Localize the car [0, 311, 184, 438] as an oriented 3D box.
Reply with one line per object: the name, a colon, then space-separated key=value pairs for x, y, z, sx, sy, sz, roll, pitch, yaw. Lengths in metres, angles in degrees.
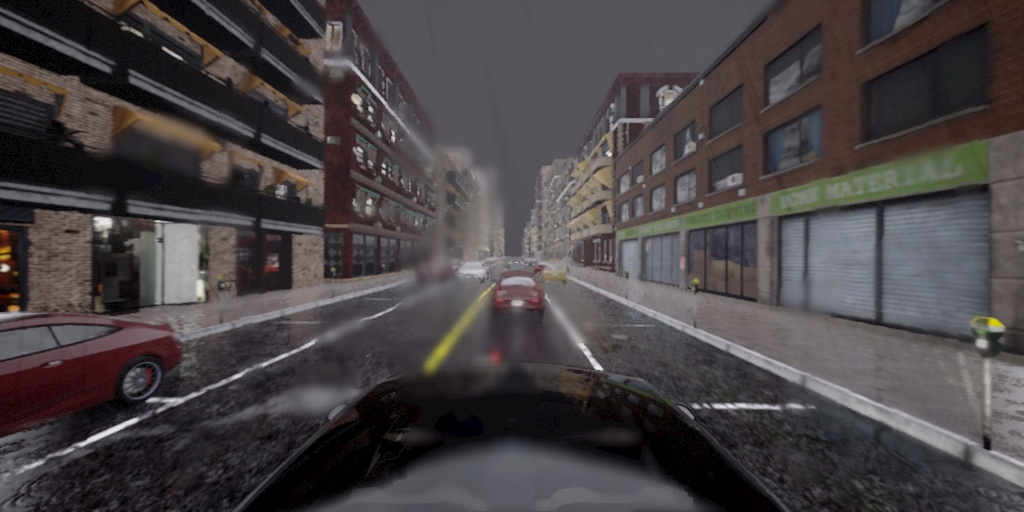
car: x=-5.696 y=1.293 z=3.588 sx=1.802 sy=1.307 sz=4.207 roll=0 pitch=0 yaw=1

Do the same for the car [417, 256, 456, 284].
car: x=-5.404 y=0.949 z=26.131 sx=2.192 sy=1.841 sz=5.009 roll=0 pitch=0 yaw=1

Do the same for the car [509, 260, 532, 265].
car: x=0.435 y=1.256 z=29.570 sx=1.895 sy=1.301 sz=4.718 roll=0 pitch=0 yaw=1

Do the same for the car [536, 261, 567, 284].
car: x=2.977 y=1.208 z=26.189 sx=1.751 sy=1.417 sz=4.829 roll=0 pitch=0 yaw=1

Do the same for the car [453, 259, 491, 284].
car: x=-2.790 y=1.175 z=26.172 sx=1.812 sy=1.442 sz=4.674 roll=0 pitch=0 yaw=1

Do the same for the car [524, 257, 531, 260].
car: x=3.412 y=1.115 z=59.833 sx=2.007 sy=1.370 sz=4.403 roll=0 pitch=0 yaw=1

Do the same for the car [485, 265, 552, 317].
car: x=0.220 y=1.239 z=12.869 sx=1.812 sy=1.442 sz=4.674 roll=0 pitch=0 yaw=1

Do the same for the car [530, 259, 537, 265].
car: x=3.121 y=1.189 z=37.291 sx=1.888 sy=1.381 sz=4.507 roll=0 pitch=0 yaw=1
